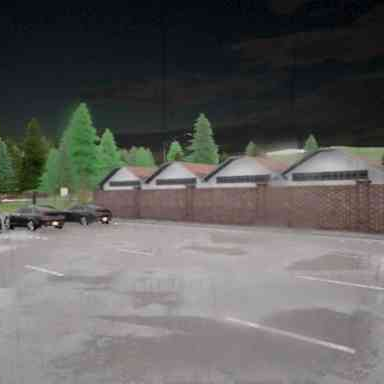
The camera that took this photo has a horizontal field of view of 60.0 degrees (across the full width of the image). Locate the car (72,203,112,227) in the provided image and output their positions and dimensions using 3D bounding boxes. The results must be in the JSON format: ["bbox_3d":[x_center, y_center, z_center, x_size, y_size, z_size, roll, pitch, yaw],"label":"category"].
[{"bbox_3d":[-7.690,1.562,23.506,4.892,1.490,1.837,-1,0,38],"label":"car"}]

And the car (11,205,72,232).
[{"bbox_3d":[-9.837,1.596,20.743,4.892,1.490,1.837,-1,0,38],"label":"car"}]

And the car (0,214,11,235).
[{"bbox_3d":[-12.014,1.630,18.003,4.892,1.490,1.837,-1,0,38],"label":"car"}]
